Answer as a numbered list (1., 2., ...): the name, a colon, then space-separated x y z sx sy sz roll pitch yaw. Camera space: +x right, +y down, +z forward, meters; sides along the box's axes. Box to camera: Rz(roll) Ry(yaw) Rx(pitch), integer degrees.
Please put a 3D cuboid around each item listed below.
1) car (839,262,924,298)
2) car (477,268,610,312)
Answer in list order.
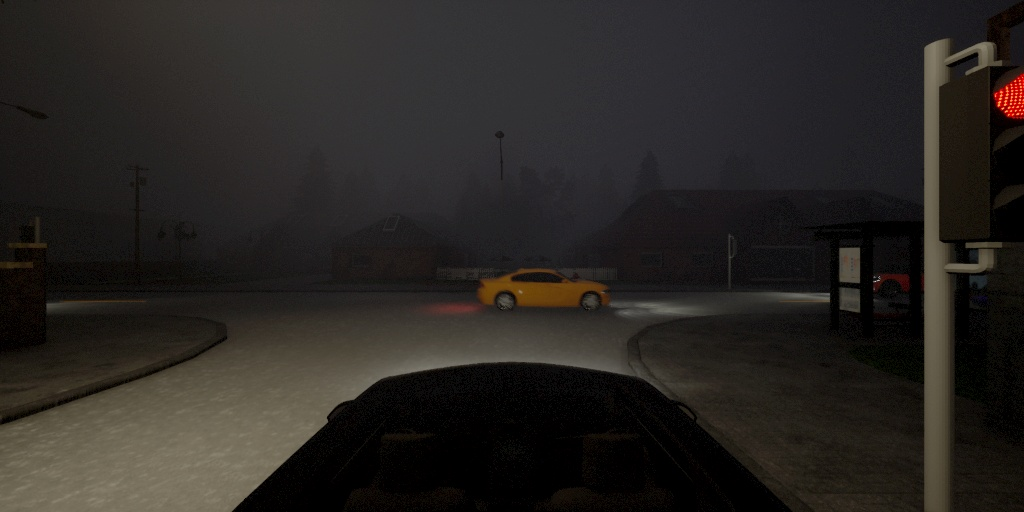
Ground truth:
1. car: 19.209 1.102 17.880 4.553 1.767 2.097 0 0 0
2. car: 1.187 1.227 13.679 5.008 1.535 1.882 0 0 0
